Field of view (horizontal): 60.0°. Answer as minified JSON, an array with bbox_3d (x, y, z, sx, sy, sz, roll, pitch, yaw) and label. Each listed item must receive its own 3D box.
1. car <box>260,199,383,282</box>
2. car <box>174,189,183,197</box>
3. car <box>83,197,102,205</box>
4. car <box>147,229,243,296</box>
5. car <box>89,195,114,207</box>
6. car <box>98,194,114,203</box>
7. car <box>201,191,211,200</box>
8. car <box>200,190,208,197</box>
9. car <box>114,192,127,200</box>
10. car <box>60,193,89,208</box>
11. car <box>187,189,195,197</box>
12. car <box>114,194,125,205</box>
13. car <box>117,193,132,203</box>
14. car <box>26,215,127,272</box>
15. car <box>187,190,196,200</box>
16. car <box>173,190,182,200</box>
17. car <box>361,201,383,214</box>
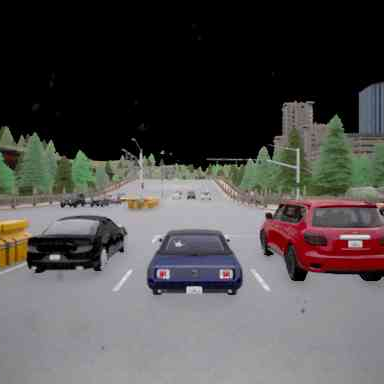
[{"bbox_3d":[3.567,1.224,9.917,2.150,2.045,5.566,0,0,0],"label":"car"},{"bbox_3d":[-3.717,0.185,91.355,2.128,1.511,4.902,0,7,0],"label":"car"},{"bbox_3d":[-17.610,1.615,59.241,1.895,1.301,4.718,0,0,0],"label":"car"},{"bbox_3d":[0.065,1.603,8.623,1.895,1.301,4.718,0,0,0],"label":"car"},{"bbox_3d":[-14.123,1.560,51.231,2.033,1.411,5.357,0,0,0],"label":"car"},{"bbox_3d":[-17.575,1.342,68.012,2.097,1.767,4.553,0,0,0],"label":"car"},{"bbox_3d":[3.354,0.813,79.824,2.150,2.045,5.566,0,3,0],"label":"car"},{"bbox_3d":[3.290,0.369,90.284,1.895,1.301,4.718,0,7,0],"label":"car"},{"bbox_3d":[-17.660,0.923,81.952,2.128,1.511,4.902,0,3,0],"label":"car"},{"bbox_3d":[-17.629,1.233,49.464,2.150,2.045,5.566,0,0,0],"label":"car"},{"bbox_3d":[-0.217,0.185,91.376,2.128,1.511,4.902,0,7,0],"label":"car"},{"bbox_3d":[-14.108,1.540,60.635,1.812,1.442,4.674,0,0,0],"label":"car"},{"bbox_3d":[-14.092,1.418,70.821,1.882,1.535,5.008,0,1,0],"label":"car"},{"bbox_3d":[-3.426,1.480,10.820,1.882,1.535,5.008,0,0,0],"label":"car"},{"bbox_3d":[-0.155,0.853,81.186,2.097,1.767,4.553,0,4,0],"label":"car"},{"bbox_3d":[-3.654,1.023,81.134,1.812,1.442,4.674,0,4,0],"label":"car"},{"bbox_3d":[21.116,1.609,35.885,4.718,1.301,1.895,0,0,0],"label":"car"}]
